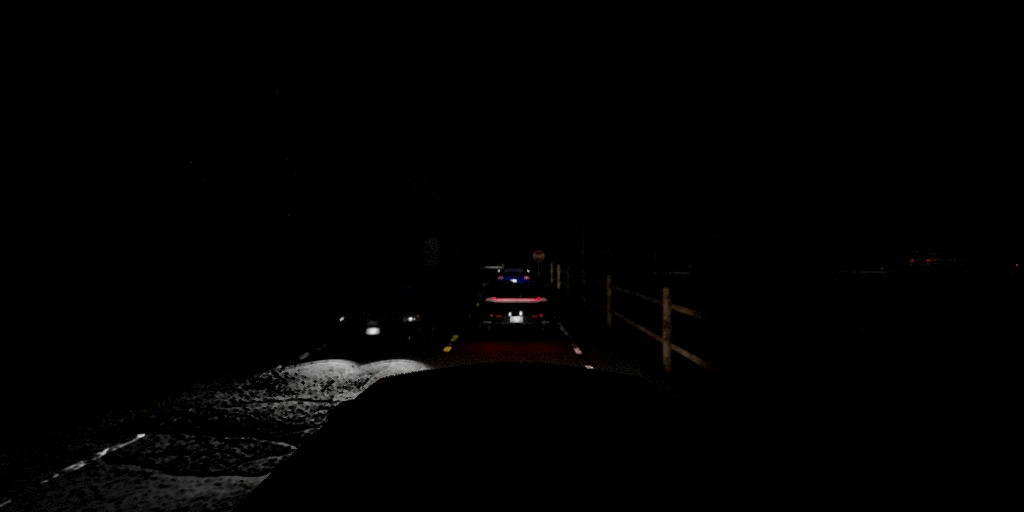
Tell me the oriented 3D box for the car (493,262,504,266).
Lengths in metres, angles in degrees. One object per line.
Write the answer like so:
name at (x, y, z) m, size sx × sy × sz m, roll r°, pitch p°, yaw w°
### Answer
car at (0.092, 1.253, 20.650) m, size 1.994 × 1.385 × 4.181 m, roll 0°, pitch 0°, yaw 0°

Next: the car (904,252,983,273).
car at (43.965, 0.643, 36.390) m, size 5.566 × 2.045 × 2.150 m, roll 0°, pitch 0°, yaw 0°

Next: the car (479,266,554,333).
car at (0.099, 1.215, 10.558) m, size 2.128 × 1.511 × 4.902 m, roll 0°, pitch 0°, yaw 0°

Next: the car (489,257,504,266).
car at (-2.820, 1.082, 61.442) m, size 1.994 × 1.385 × 4.181 m, roll 0°, pitch 0°, yaw 0°

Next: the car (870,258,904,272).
car at (42.132, 0.920, 39.212) m, size 5.008 × 1.535 × 1.882 m, roll 0°, pitch 0°, yaw -1°

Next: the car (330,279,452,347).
car at (-2.750, 1.292, 9.077) m, size 1.994 × 1.385 × 4.181 m, roll 0°, pitch 0°, yaw 0°

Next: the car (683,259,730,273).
car at (21.021, 1.065, 38.886) m, size 4.674 × 1.442 × 1.812 m, roll 0°, pitch 0°, yaw -1°
